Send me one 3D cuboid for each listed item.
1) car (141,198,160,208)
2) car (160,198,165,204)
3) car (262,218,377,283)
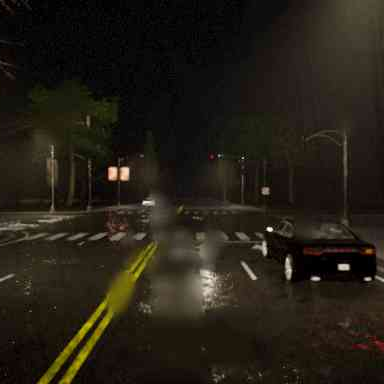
[{"bbox_3d":[-6.570,1.662,51.619,1.812,1.442,4.674,0,0,0],"label":"car"},{"bbox_3d":[-6.513,1.830,66.836,1.895,1.301,4.718,0,0,0],"label":"car"},{"bbox_3d":[3.352,1.484,9.706,1.882,1.535,5.008,0,0,1],"label":"car"}]
